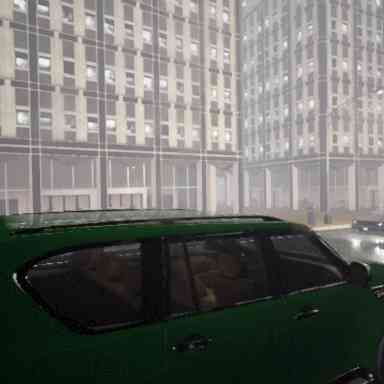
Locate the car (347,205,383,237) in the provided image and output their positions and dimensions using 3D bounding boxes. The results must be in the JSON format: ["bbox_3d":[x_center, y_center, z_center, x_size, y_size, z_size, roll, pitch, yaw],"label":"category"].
[{"bbox_3d":[11.230,1.506,18.481,5.357,1.411,2.033,0,0,-31],"label":"car"}]

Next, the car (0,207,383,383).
[{"bbox_3d":[0.266,1.214,3.542,5.566,2.045,2.150,1,0,-35],"label":"car"}]
